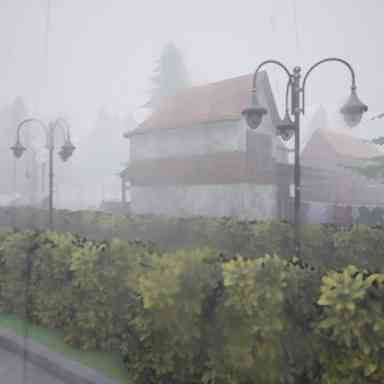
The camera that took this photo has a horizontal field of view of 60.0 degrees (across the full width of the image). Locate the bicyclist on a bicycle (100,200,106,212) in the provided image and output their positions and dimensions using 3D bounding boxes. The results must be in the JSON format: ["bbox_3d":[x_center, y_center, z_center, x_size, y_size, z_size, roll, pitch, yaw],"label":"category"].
[{"bbox_3d":[-7.753,1.530,29.462,1.656,1.620,0.582,-1,0,36],"label":"bicyclist on a bicycle"}]

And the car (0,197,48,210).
[{"bbox_3d":[-15.988,1.472,30.795,2.150,2.045,5.566,0,0,36],"label":"car"}]

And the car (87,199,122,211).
[{"bbox_3d":[-10.025,1.602,38.991,2.097,1.767,4.553,0,0,37],"label":"car"}]
